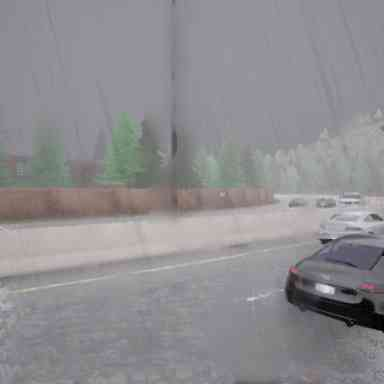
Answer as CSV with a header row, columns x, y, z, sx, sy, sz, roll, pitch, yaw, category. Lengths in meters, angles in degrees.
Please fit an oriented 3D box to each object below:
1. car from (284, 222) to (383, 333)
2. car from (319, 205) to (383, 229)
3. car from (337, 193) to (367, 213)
x,y,z,sx,sy,sz,roll,pitch,yaw,category
3.748,1.544,6.658,4.181,1.385,1.994,0,0,-38,car
7.013,1.486,13.967,4.674,1.442,1.812,0,0,-42,car
17.869,1.116,37.013,2.150,2.045,5.566,0,0,34,car
